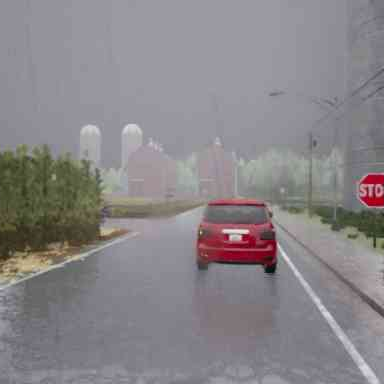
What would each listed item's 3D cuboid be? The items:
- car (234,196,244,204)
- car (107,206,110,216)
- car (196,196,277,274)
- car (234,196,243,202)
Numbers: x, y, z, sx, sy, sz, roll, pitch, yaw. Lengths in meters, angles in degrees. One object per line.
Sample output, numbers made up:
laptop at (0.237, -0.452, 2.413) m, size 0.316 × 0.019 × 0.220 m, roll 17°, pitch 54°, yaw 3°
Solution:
car at (8.953, 1.498, 63.507) m, size 1.812 × 1.442 × 4.674 m, roll 0°, pitch 0°, yaw 8°
car at (-8.866, 1.422, 25.816) m, size 4.892 × 1.490 × 1.837 m, roll 0°, pitch -1°, yaw 8°
car at (1.459, 1.216, 10.804) m, size 2.150 × 2.045 × 5.566 m, roll 0°, pitch 0°, yaw 8°
car at (10.290, 1.544, 73.465) m, size 1.895 × 1.301 × 4.718 m, roll 0°, pitch 0°, yaw 8°
